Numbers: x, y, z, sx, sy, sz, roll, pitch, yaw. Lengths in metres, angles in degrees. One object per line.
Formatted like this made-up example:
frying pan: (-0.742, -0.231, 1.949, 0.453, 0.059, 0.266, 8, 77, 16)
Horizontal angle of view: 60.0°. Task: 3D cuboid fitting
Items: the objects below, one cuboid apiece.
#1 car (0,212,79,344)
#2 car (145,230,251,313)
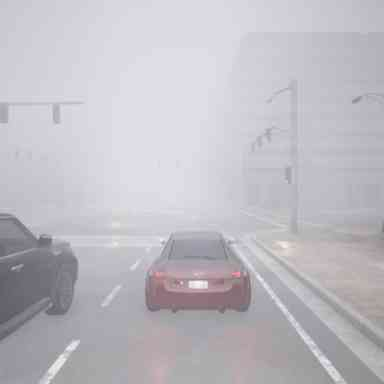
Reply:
car: (-3.397, 1.220, 4.397, 2.150, 2.045, 5.566, 0, 0, 1)
car: (0.113, 1.561, 7.723, 1.994, 1.385, 4.181, 0, 0, 0)
